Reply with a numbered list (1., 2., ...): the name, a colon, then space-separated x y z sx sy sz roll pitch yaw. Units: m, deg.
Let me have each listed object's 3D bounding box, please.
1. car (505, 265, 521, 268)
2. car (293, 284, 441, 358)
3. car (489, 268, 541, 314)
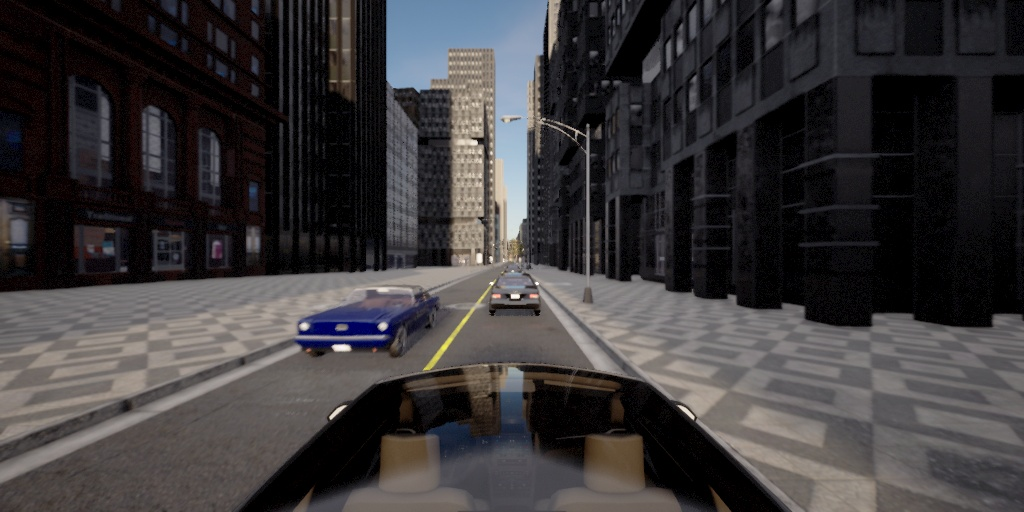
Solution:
1. car: 0.098 1.678 41.148 1.994 1.385 4.181 0 -1 0
2. car: -3.101 1.384 8.746 1.895 1.301 4.718 0 0 0
3. car: 0.100 1.364 14.018 2.033 1.411 5.357 0 0 0
